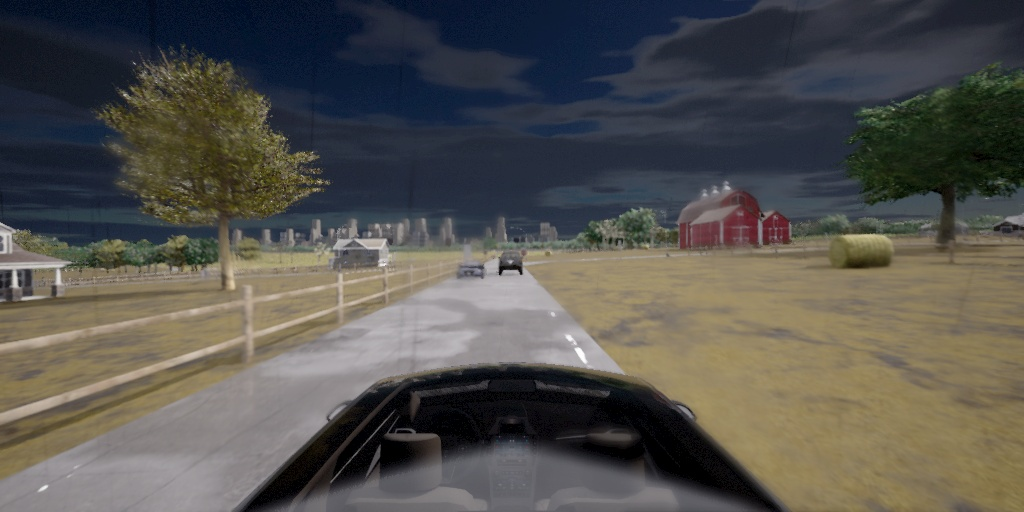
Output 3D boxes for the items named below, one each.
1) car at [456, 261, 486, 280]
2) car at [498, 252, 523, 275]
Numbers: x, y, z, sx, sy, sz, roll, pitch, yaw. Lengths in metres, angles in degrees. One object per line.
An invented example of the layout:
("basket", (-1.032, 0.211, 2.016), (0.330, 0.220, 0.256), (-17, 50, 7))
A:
("car", (-3.021, 1.047, 27.324), (1.994, 1.385, 4.181), (-1, 1, 0))
("car", (-0.128, 0.609, 32.978), (2.150, 2.045, 5.566), (-1, 1, 0))
